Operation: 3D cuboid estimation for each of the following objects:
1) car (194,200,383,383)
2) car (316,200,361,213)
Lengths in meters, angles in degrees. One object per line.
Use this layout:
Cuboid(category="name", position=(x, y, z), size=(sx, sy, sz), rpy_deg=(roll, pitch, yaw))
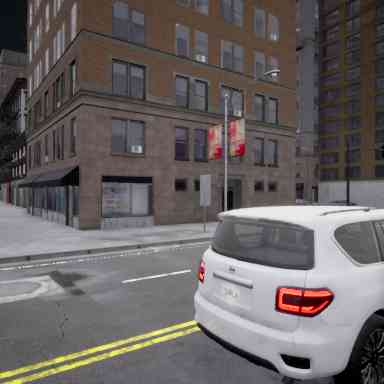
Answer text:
Cuboid(category="car", position=(2.645, 1.222, 5.312), size=(5.566, 2.045, 2.150), rpy_deg=(0, 0, -35))
Cuboid(category="car", position=(16.982, 1.597, 38.728), size=(1.947, 1.339, 4.313), rpy_deg=(0, 0, -35))
